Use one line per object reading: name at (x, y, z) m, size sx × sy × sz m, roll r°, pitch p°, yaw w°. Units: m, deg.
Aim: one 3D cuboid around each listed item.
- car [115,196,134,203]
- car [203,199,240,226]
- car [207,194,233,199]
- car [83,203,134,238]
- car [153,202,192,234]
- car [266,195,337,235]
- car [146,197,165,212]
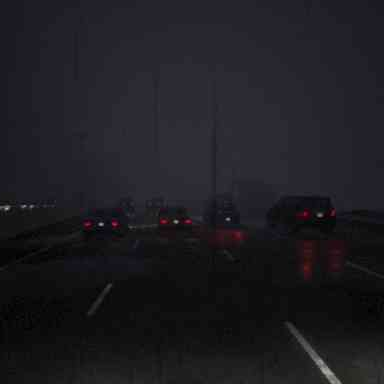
car at (-7.670, 1.334, 37.734) m, size 2.097 × 1.767 × 4.553 m, roll 0°, pitch 0°, yaw -12°
car at (1.942, 1.472, 23.103) m, size 2.128 × 1.511 × 4.902 m, roll 0°, pitch 0°, yaw -7°
car at (3.074, 1.189, 37.781) m, size 2.150 × 2.045 × 5.566 m, roll 0°, pitch 0°, yaw -11°
car at (-4.456, 1.541, 17.846) m, size 2.033 × 1.411 × 5.357 m, roll 0°, pitch 0°, yaw -6°
car at (-1.073, 1.535, 19.166) m, size 2.033 × 1.411 × 5.357 m, roll 0°, pitch 0°, yaw -6°
car at (5.972, 1.201, 18.845) m, size 2.150 × 2.045 × 5.566 m, roll 0°, pitch 0°, yaw -5°
car at (-4.126, 1.330, 37.875) m, size 2.097 × 1.767 × 4.553 m, roll 0°, pitch 0°, yaw -12°
